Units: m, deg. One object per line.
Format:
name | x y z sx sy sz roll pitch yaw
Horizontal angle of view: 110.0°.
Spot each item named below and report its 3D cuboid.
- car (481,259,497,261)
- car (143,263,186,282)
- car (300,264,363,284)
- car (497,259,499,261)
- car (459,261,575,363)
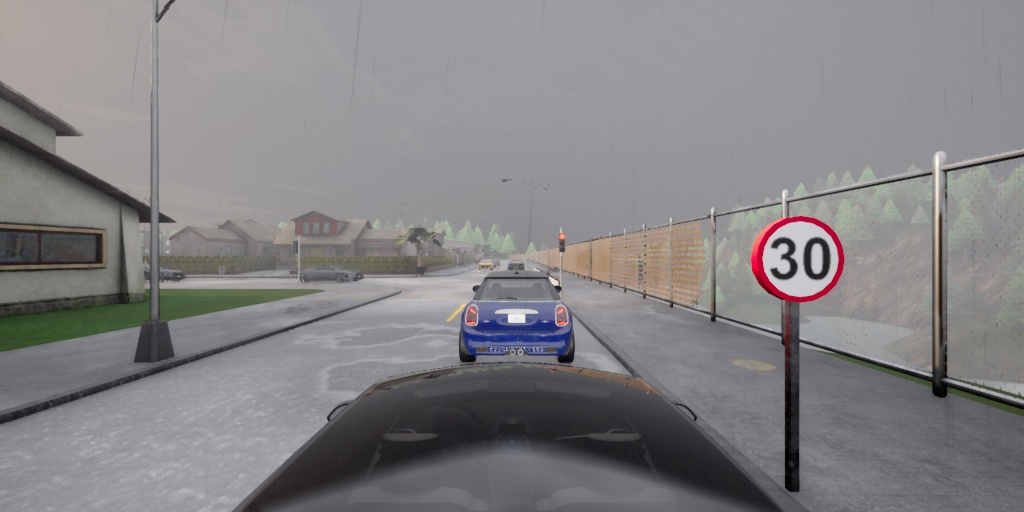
car | -3.661 1.224 51.200 1.882 1.535 5.008 0 0 1
car | -27.236 1.252 26.719 4.892 1.490 1.837 0 0 1
car | -13.342 1.312 26.577 4.181 1.385 1.994 0 0 1
car | -3.558 1.250 60.650 1.837 1.490 4.892 0 0 1
car | 0.115 1.102 8.332 2.097 1.767 4.553 0 0 1
